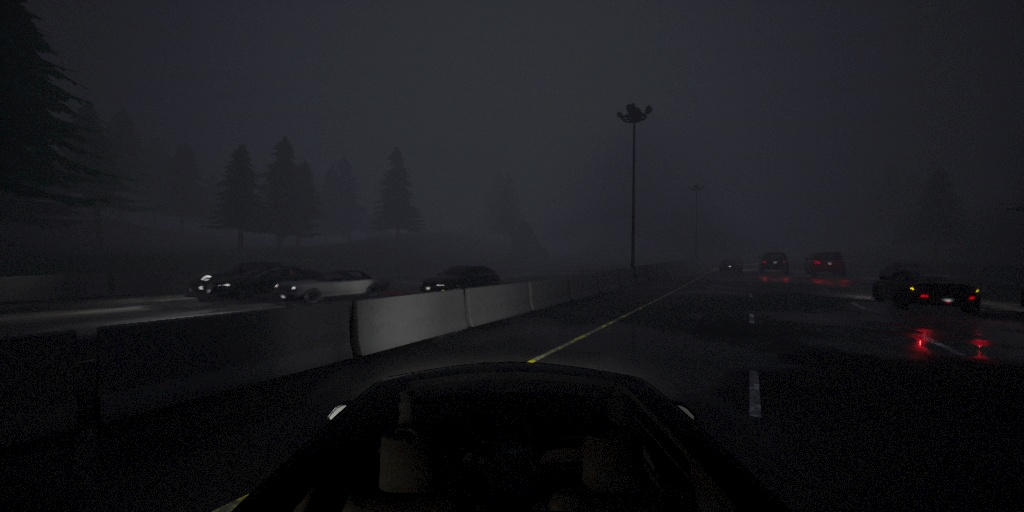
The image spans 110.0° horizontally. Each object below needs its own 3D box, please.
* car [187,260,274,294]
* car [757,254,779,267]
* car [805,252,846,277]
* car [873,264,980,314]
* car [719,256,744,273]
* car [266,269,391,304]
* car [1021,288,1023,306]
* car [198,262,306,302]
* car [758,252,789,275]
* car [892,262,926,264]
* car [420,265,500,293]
[{"bbox_3d":[-14.478,1.083,19.407,2.097,1.767,4.553,0,0,33],"label":"car"},{"bbox_3d":[33.244,0.583,46.734,2.128,1.511,4.902,0,1,33],"label":"car"},{"bbox_3d":[27.033,0.657,31.029,2.150,2.045,5.566,0,1,34],"label":"car"},{"bbox_3d":[15.494,1.218,13.607,1.812,1.442,4.674,0,1,34],"label":"car"},{"bbox_3d":[22.465,0.956,36.807,1.994,1.385,4.181,0,1,34],"label":"car"},{"bbox_3d":[-8.073,1.334,16.400,1.895,1.301,4.718,0,0,34],"label":"car"},{"bbox_3d":[17.552,1.057,10.369,2.097,1.767,4.553,0,0,33],"label":"car"},{"bbox_3d":[-11.617,1.225,17.387,2.128,1.511,4.902,0,0,34],"label":"car"},{"bbox_3d":[25.002,0.628,34.296,2.150,2.045,5.566,0,1,33],"label":"car"},{"bbox_3d":[26.709,1.078,24.193,2.033,1.411,5.357,0,1,33],"label":"car"},{"bbox_3d":[-2.515,1.222,18.454,1.837,1.490,4.892,0,0,34],"label":"car"}]
